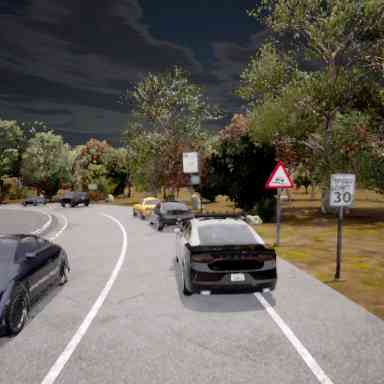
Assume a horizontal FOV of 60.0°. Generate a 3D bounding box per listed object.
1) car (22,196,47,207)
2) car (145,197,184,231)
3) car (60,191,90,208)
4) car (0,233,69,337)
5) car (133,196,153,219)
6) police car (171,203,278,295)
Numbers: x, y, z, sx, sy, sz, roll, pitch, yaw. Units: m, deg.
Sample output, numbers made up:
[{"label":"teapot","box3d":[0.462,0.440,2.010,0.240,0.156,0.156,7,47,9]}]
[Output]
[{"label":"car","box3d":[-25.144,1.457,53.020,4.902,1.511,2.128,-2,3,34]},{"label":"car","box3d":[-1.258,1.238,18.832,1.837,1.490,4.892,-2,1,-15]},{"label":"car","box3d":[-15.418,0.915,43.630,2.150,2.045,5.566,-5,2,-41]},{"label":"car","box3d":[-3.797,1.524,6.314,1.994,1.385,4.181,0,1,-5]},{"label":"car","box3d":[-3.221,1.106,24.985,1.801,1.575,5.366,-2,1,-20]},{"label":"police car","box3d":[0.584,1.320,8.663,1.930,1.638,5.238,-1,1,-6]}]
